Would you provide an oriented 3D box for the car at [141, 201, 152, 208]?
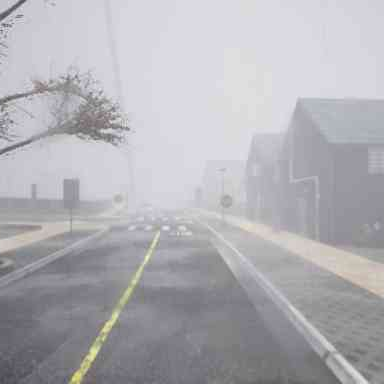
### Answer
[{"bbox_3d":[-8.560,2.280,62.093,1.994,1.385,4.181,0,-1,-10],"label":"car"}]
